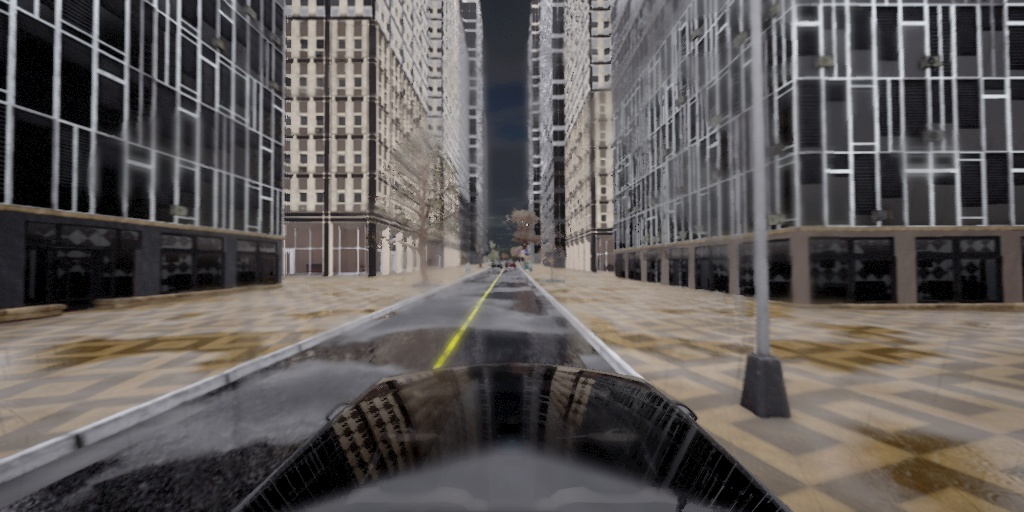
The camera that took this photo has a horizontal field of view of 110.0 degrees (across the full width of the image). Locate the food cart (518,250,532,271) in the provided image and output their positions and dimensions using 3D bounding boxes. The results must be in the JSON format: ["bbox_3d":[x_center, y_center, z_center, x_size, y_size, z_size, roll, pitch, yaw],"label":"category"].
[{"bbox_3d":[2.746,0.760,64.912,2.280,3.560,4.660,0,0,0],"label":"food cart"}]
